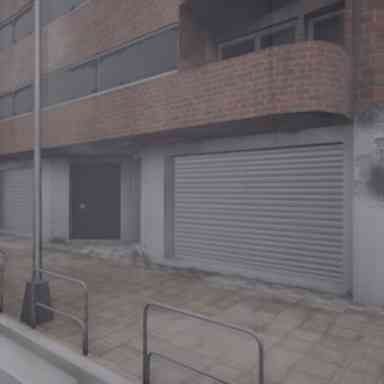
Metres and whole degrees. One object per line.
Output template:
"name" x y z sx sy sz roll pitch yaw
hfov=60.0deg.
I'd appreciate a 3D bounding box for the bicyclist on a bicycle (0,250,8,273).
"bicyclist on a bicycle" -5.220 1.286 7.915 0.582 1.620 1.656 1 -1 38
